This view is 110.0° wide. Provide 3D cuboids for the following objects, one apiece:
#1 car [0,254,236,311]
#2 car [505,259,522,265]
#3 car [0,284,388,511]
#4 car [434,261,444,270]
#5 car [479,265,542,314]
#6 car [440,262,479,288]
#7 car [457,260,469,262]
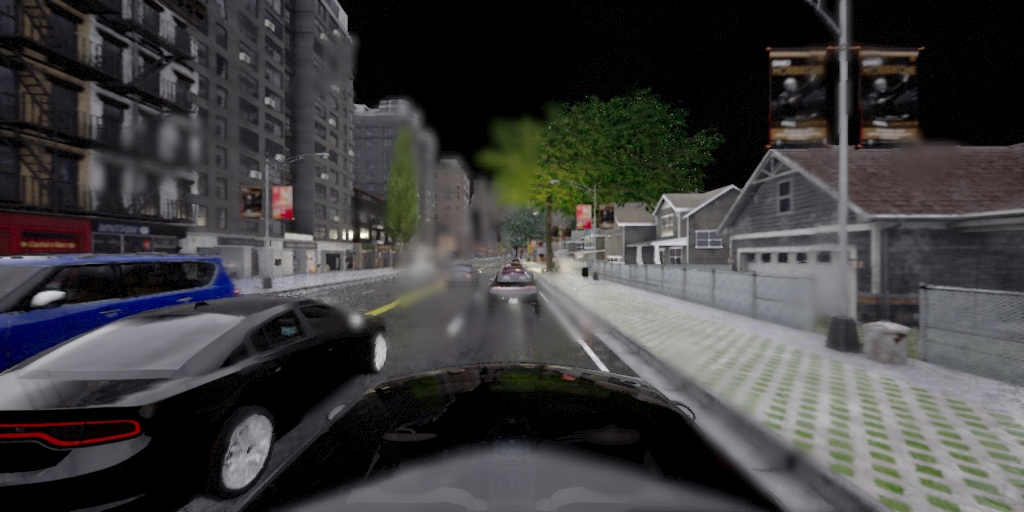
[{"bbox_3d":[-6.597,0.977,5.075,2.150,2.045,5.566,0,0,0],"label":"car"},{"bbox_3d":[0.113,1.265,31.665,1.882,1.535,5.008,0,0,0],"label":"car"},{"bbox_3d":[-3.149,1.232,4.459,1.882,1.535,5.008,0,0,0],"label":"car"},{"bbox_3d":[-9.802,1.353,51.351,1.994,1.385,4.181,0,0,0],"label":"car"},{"bbox_3d":[0.105,1.260,13.831,2.128,1.511,4.902,0,0,0],"label":"car"},{"bbox_3d":[-3.141,1.329,24.142,2.033,1.411,5.357,0,0,0],"label":"car"},{"bbox_3d":[-6.556,1.297,47.796,1.837,1.490,4.892,0,-1,0],"label":"car"}]
